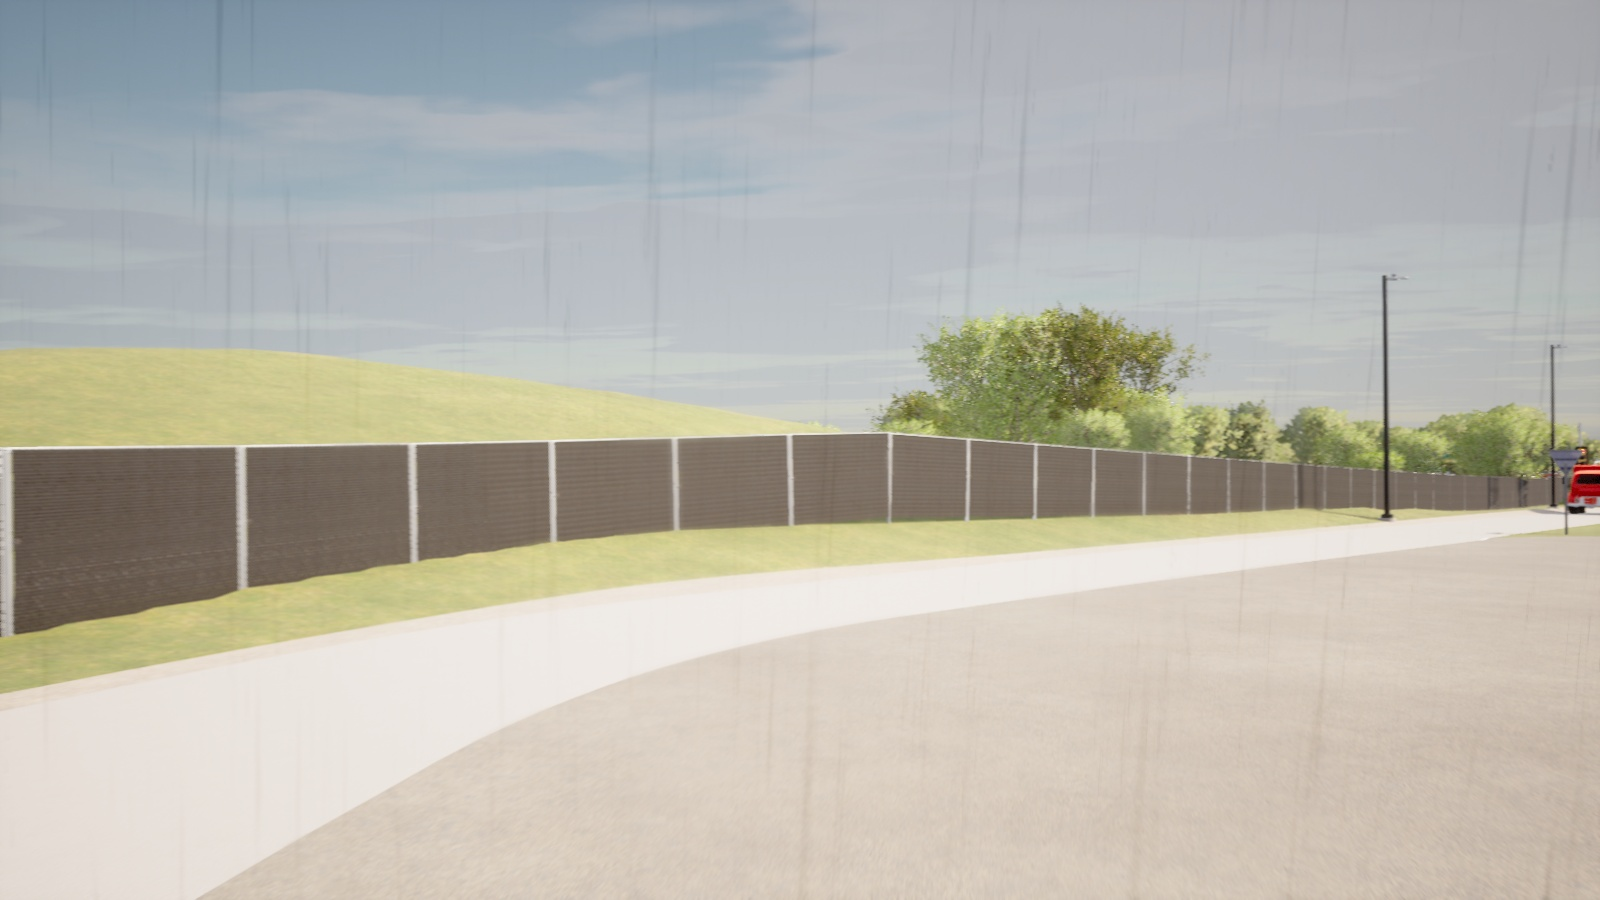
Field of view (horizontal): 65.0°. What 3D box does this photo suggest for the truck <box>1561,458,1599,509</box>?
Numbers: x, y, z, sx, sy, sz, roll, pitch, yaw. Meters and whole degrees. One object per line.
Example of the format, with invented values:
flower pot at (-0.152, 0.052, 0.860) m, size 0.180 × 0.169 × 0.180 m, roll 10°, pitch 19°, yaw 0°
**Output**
truck at (40.399, 1.667, 63.249) m, size 2.627 × 2.467 × 5.204 m, roll -1°, pitch -2°, yaw 42°
